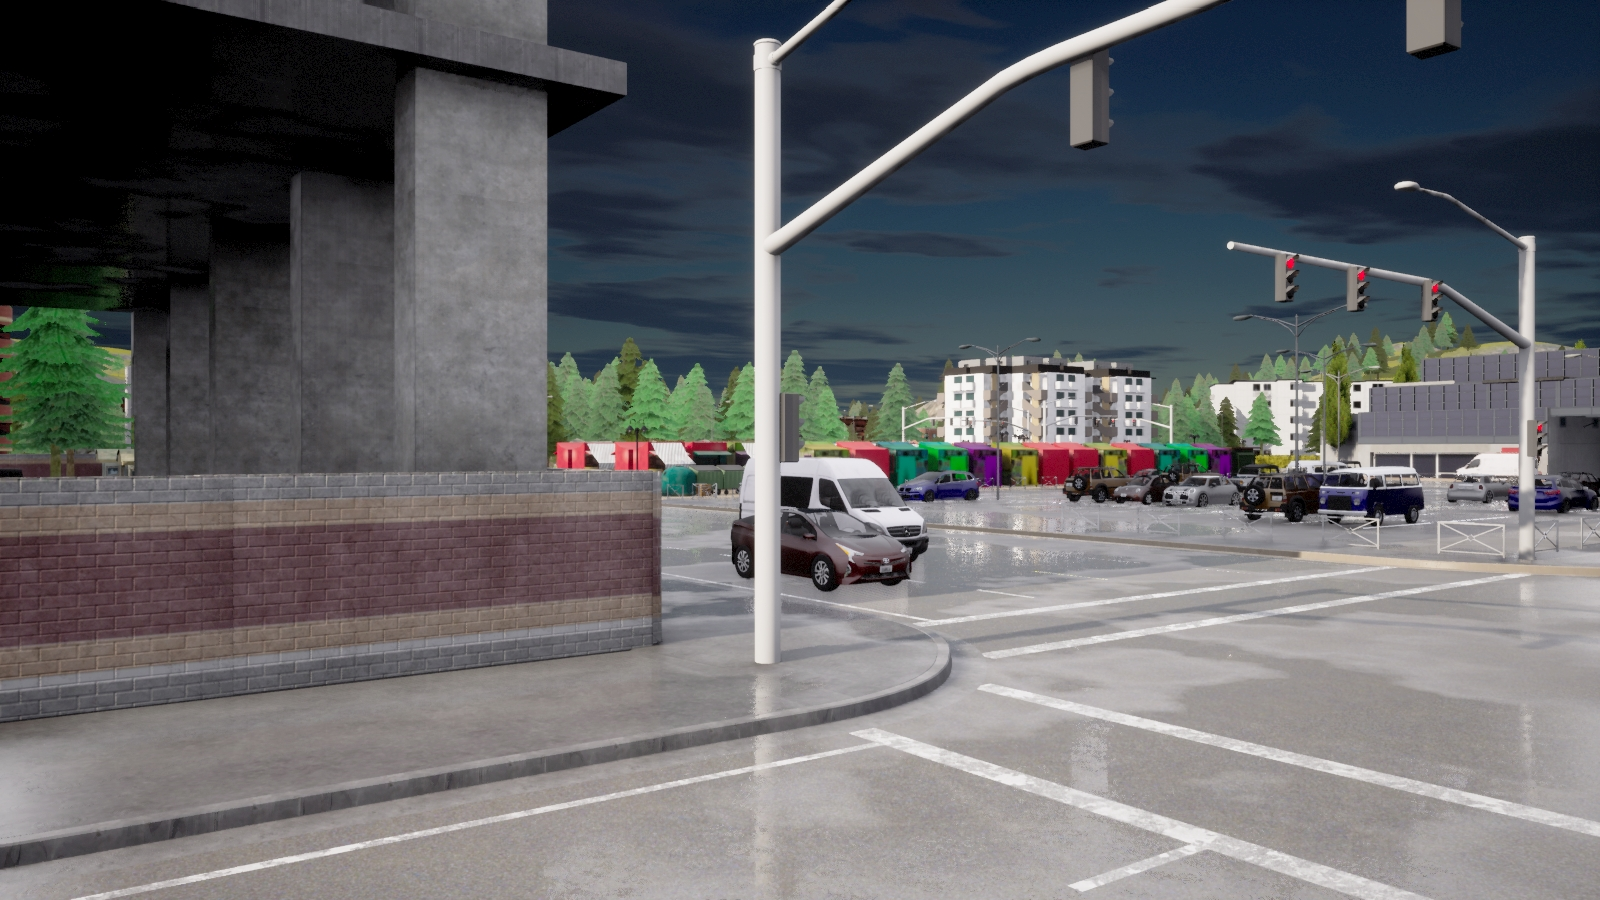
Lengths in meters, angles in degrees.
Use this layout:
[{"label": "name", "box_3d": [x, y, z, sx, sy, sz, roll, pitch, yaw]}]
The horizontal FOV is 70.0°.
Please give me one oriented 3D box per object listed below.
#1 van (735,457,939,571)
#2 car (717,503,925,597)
[{"label": "van", "box_3d": [0.780, 1.479, 29.066, 1.988, 2.561, 5.915, 0, 0, -36]}, {"label": "car", "box_3d": [0.324, 1.984, 23.786, 2.007, 1.525, 4.514, 0, 0, -36]}]
